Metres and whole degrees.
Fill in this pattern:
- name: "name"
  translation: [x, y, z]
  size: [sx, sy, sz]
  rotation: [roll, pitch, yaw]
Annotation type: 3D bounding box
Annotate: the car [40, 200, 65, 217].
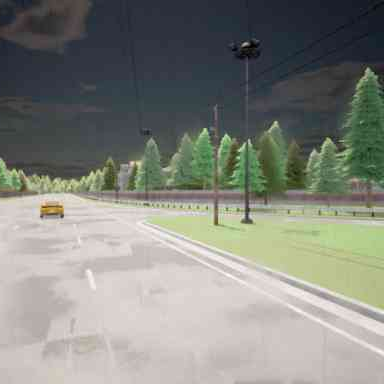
- name: "car"
  translation: [-12.986, 1.477, 31.034]
  size: [1.882, 1.535, 5.008]
  rotation: [0, 0, -21]
